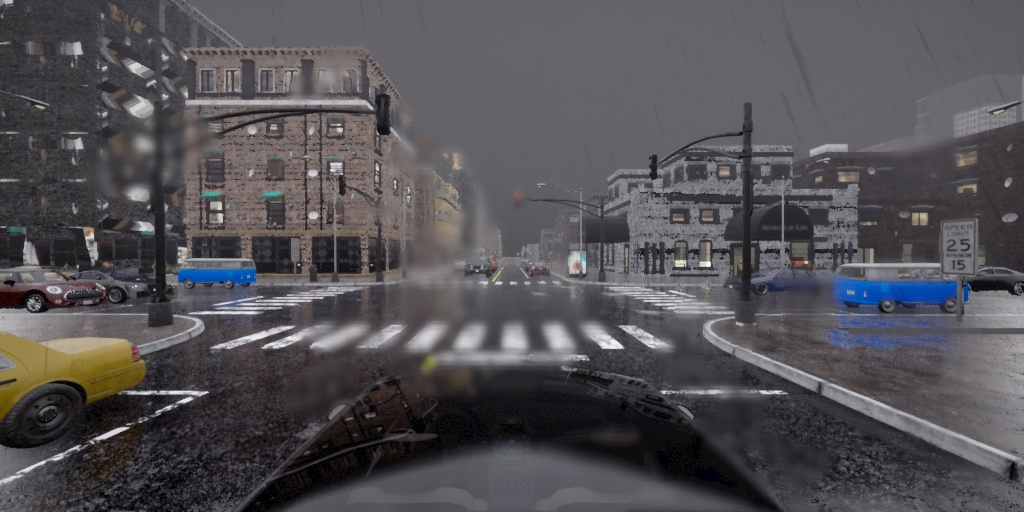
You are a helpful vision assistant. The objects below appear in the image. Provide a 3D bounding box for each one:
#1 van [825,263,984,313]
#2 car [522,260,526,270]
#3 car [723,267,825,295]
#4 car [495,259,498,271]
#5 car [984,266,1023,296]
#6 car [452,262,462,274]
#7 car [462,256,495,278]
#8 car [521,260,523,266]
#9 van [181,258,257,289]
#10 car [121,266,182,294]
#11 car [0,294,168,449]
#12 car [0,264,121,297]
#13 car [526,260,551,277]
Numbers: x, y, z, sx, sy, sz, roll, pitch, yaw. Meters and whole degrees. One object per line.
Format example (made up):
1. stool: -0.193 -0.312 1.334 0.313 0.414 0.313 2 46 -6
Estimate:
1. van: 14.648 1.156 13.548 3.998 1.789 1.690 0 0 0
2. car: 2.660 1.347 46.634 1.802 1.307 4.207 0 0 0
3. car: 14.498 1.320 19.334 5.357 1.411 2.033 0 0 -1
4. car: -3.126 0.985 45.057 2.150 2.045 5.566 0 0 0
5. car: 24.872 1.291 19.416 4.902 1.511 2.128 0 0 -1
6. car: -5.717 1.310 40.920 2.007 1.370 4.403 0 0 0
7. car: -3.116 0.978 34.675 2.150 2.045 5.566 0 0 0
8. car: 2.656 1.321 52.331 2.007 1.370 4.403 0 0 0
9. van: -17.778 1.030 21.666 3.998 1.789 1.690 0 0 0
10. car: -17.743 1.296 15.869 4.181 1.385 1.994 0 0 -1
11. car: -5.692 1.275 2.598 1.751 1.417 4.829 0 0 0
12. car: -17.730 1.190 13.286 4.097 1.591 1.967 0 0 0
13. car: 2.668 1.195 35.241 1.967 1.591 4.097 0 0 0
